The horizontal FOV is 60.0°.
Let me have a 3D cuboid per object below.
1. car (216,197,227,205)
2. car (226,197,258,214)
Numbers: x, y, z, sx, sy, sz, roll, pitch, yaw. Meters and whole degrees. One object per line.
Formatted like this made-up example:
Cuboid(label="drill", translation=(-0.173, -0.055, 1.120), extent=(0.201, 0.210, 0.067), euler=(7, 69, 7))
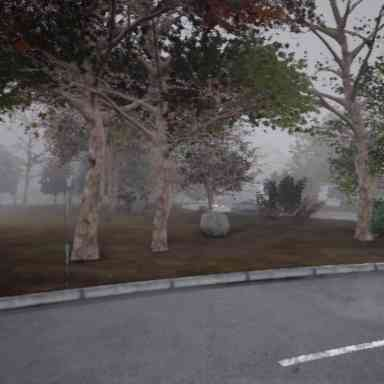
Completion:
Cuboid(label="car", translation=(5.656, 1.435, 52.982), extent=(1.994, 1.385, 4.181), euler=(1, -1, 40))
Cuboid(label="car", translation=(6.331, 1.416, 31.997), extent=(5.357, 1.411, 2.033), euler=(0, 0, 43))
